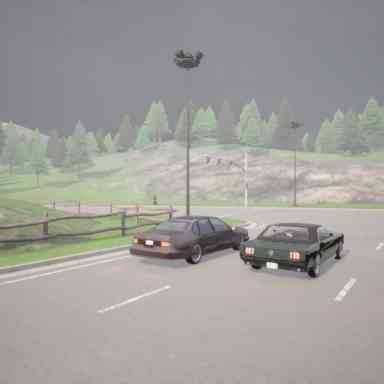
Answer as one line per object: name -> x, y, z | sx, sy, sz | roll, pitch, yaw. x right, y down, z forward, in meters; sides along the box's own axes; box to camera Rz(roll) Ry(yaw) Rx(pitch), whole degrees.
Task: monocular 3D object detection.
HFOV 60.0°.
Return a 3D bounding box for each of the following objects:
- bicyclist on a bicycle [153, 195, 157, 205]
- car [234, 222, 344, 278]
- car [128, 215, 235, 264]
bicyclist on a bicycle -> -5.794, 1.301, 51.935 | 0.582, 1.620, 1.656 | 0, 0, 14
car -> 3.342, 1.601, 10.338 | 1.895, 1.301, 4.718 | 0, 0, 35
car -> 0.174, 1.547, 11.918 | 2.033, 1.411, 5.357 | 0, 0, 35
